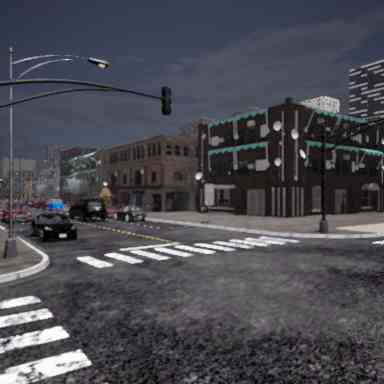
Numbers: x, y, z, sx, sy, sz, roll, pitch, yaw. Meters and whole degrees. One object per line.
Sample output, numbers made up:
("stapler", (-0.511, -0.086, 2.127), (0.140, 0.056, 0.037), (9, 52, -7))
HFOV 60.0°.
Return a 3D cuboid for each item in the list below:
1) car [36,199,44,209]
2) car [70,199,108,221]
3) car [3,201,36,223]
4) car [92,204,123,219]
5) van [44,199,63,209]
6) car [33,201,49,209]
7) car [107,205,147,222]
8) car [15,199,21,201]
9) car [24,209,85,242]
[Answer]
("car", (-24.934, 2.065, 57.329), (2.192, 1.841, 5.009), (-1, 0, -35))
("car", (-9.991, 1.650, 31.867), (2.150, 2.045, 5.566), (0, -1, -36))
("car", (-15.714, 1.891, 29.920), (1.967, 1.590, 4.097), (-1, 0, -35))
("car", (-8.884, 2.029, 34.780), (1.802, 1.307, 4.206), (-1, 0, -35))
("van", (-21.724, 2.032, 52.820), (1.690, 1.788, 3.998), (-1, 0, -35))
("car", (-28.140, 2.353, 61.838), (1.887, 1.381, 4.507), (-1, 0, -35))
("car", (-5.675, 1.935, 30.270), (2.008, 1.369, 4.403), (-1, 0, -35))
("car", (-44.187, 2.533, 84.388), (1.967, 1.590, 4.097), (-1, 0, -35))
("car", (-7.765, 1.858, 18.543), (1.947, 1.339, 4.313), (-1, 0, -35))
